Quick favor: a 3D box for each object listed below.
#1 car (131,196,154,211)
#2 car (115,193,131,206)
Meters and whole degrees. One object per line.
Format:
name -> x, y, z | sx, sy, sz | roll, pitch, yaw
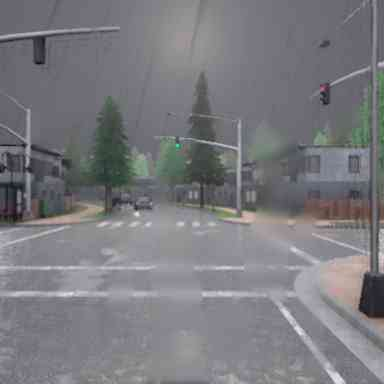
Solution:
car -> -5.788, 1.325, 39.693 | 2.097, 1.767, 4.553 | 0, 0, -12
car -> -11.457, 1.197, 55.896 | 2.150, 2.045, 5.566 | 0, 0, -27
